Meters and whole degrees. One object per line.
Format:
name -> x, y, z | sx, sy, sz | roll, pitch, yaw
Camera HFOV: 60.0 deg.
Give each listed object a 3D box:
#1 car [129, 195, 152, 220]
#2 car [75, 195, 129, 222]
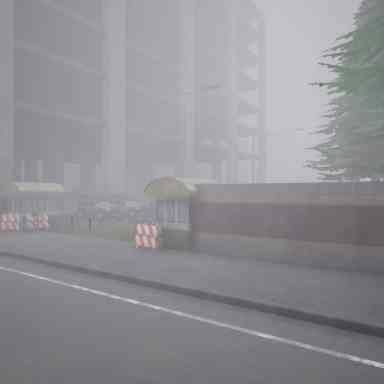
car -> -5.170, 1.168, 26.882 | 3.866, 1.878, 1.905 | 0, 0, 35
car -> -6.853, 1.169, 24.470 | 3.866, 1.878, 1.905 | 0, 0, 35
